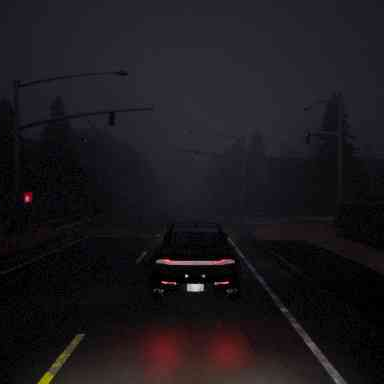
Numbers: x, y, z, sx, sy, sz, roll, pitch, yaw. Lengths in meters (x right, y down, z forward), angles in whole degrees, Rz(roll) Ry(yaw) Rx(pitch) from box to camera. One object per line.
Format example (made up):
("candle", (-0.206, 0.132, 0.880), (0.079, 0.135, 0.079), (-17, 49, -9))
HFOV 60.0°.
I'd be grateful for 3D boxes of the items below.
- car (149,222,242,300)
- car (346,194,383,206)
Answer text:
("car", (0.079, 1.492, 8.356), (2.128, 1.511, 4.902), (0, 0, 0))
("car", (15.864, 1.202, 28.885), (5.566, 2.045, 2.150), (0, 0, -8))
